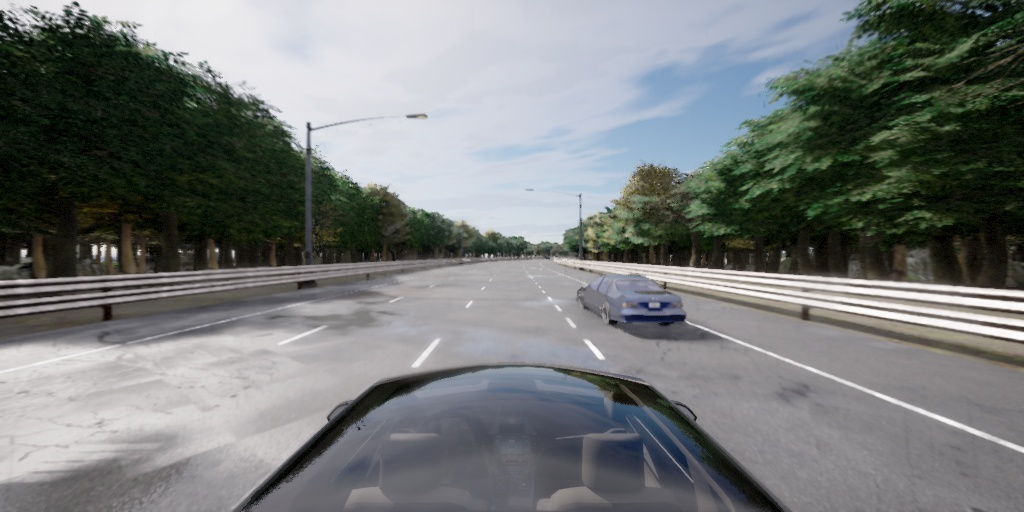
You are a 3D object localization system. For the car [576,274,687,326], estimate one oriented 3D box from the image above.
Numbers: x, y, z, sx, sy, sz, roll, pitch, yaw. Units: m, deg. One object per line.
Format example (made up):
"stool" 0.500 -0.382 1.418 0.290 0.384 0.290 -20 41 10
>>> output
"car" 3.502 1.284 11.573 2.033 1.411 5.357 0 0 -2
